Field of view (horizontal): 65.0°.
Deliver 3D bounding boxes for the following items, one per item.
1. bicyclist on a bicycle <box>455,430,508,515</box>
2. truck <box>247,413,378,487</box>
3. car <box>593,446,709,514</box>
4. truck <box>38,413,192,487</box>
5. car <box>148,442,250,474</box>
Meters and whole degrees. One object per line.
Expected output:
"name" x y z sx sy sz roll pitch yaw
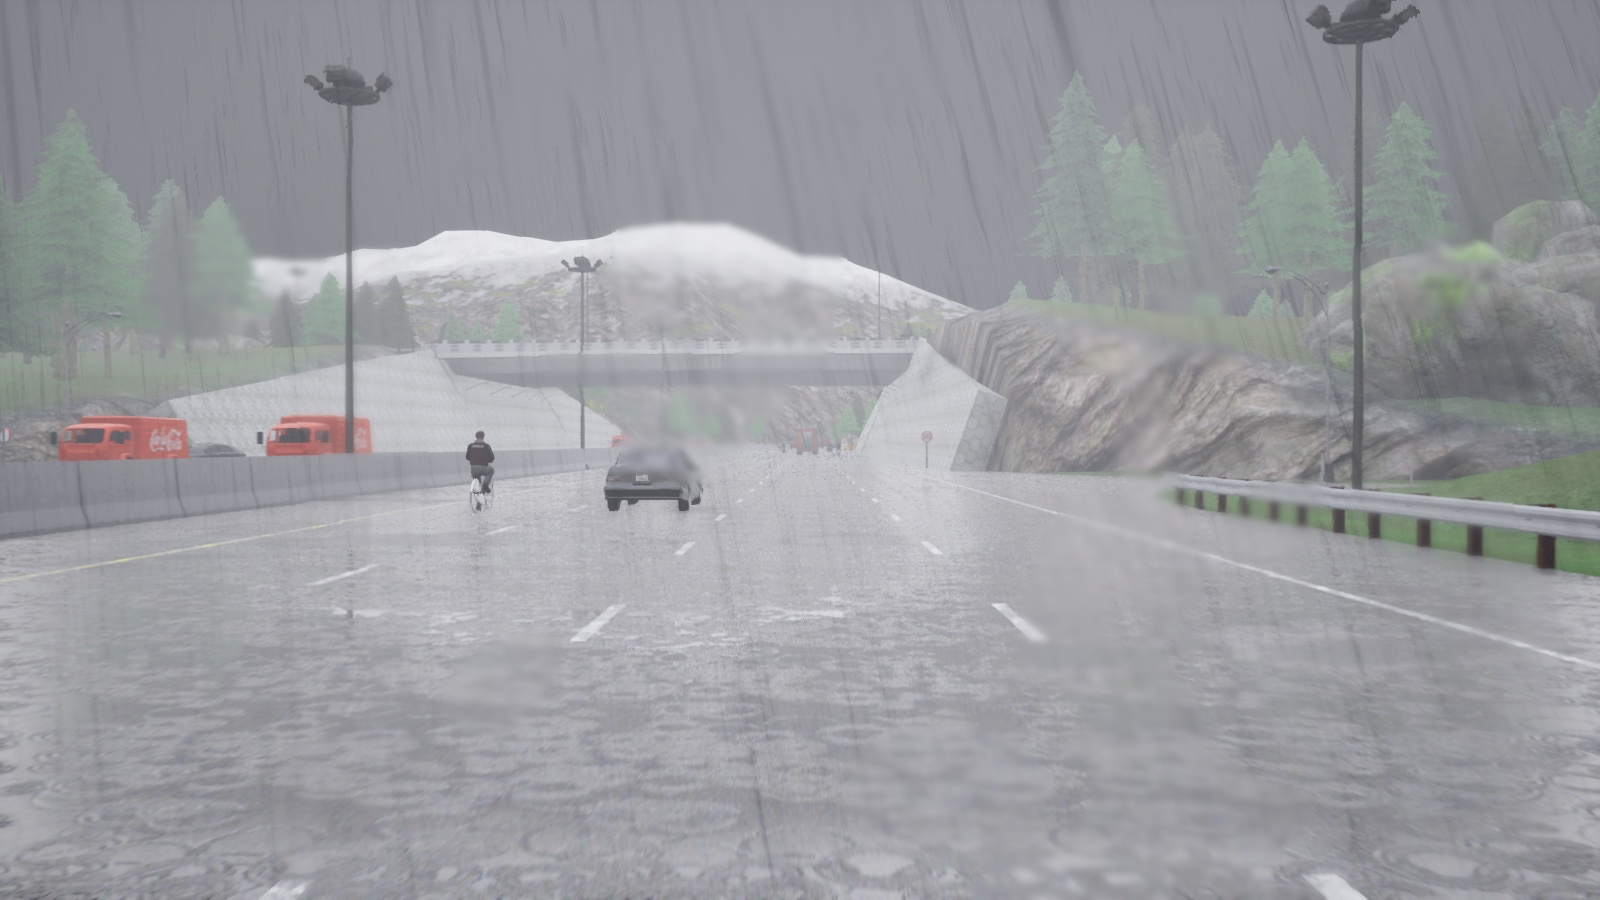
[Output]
"bicyclist on a bicycle" -6.831 0.459 27.035 0.659 1.776 1.843 0 1 0
"truck" -17.230 -0.003 44.704 2.627 2.467 5.204 0 0 0
"car" -3.319 0.627 29.064 2.033 1.411 5.357 0 0 0
"truck" -24.229 -0.008 44.696 2.627 2.467 5.204 0 0 0
"car" -29.574 0.378 61.968 1.837 1.490 4.892 0 0 15
